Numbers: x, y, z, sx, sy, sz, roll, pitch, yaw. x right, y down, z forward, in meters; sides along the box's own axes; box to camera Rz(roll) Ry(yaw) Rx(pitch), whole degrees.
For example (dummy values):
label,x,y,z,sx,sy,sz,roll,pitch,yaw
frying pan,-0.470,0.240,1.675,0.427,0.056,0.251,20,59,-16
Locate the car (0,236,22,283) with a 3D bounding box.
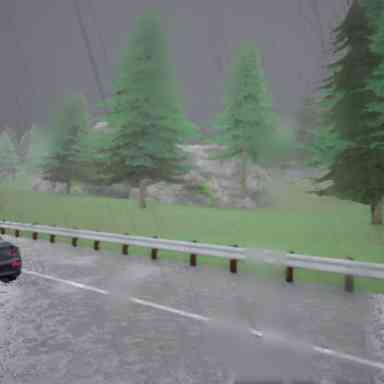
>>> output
label,x,y,z,sx,sy,sz,roll,pitch,yaw
car,-6.036,1.491,8.271,4.674,1.442,1.812,0,0,35
